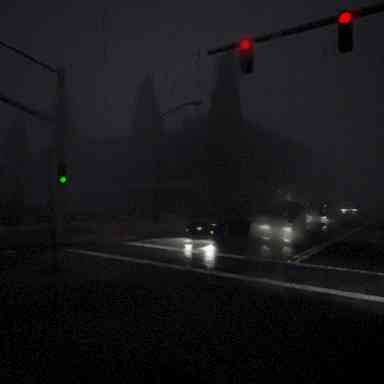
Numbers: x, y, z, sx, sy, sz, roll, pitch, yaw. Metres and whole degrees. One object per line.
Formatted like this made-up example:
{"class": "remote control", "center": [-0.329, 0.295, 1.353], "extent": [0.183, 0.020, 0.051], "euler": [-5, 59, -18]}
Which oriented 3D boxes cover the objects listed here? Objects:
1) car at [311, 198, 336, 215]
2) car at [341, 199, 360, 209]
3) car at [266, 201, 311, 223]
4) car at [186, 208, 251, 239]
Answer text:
{"class": "car", "center": [13.184, 1.385, 33.986], "extent": [2.097, 1.767, 4.553], "euler": [0, 0, 36]}
{"class": "car", "center": [22.195, 1.644, 46.485], "extent": [1.994, 1.385, 4.181], "euler": [0, 0, 35]}
{"class": "car", "center": [7.373, 1.497, 25.837], "extent": [1.882, 1.535, 5.008], "euler": [0, 0, 35]}
{"class": "car", "center": [1.491, 1.571, 17.583], "extent": [1.994, 1.385, 4.181], "euler": [0, 0, 35]}
